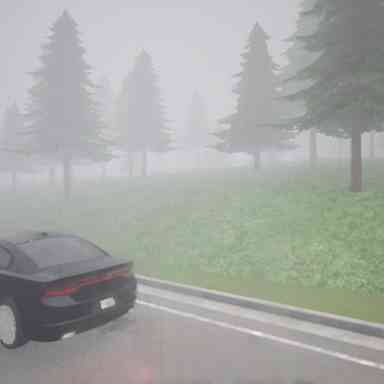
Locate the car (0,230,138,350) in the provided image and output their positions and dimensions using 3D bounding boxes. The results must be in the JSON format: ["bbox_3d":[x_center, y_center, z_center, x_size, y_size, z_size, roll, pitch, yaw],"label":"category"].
[{"bbox_3d":[-3.246,1.472,6.293,5.008,1.535,1.882,0,0,35],"label":"car"}]
